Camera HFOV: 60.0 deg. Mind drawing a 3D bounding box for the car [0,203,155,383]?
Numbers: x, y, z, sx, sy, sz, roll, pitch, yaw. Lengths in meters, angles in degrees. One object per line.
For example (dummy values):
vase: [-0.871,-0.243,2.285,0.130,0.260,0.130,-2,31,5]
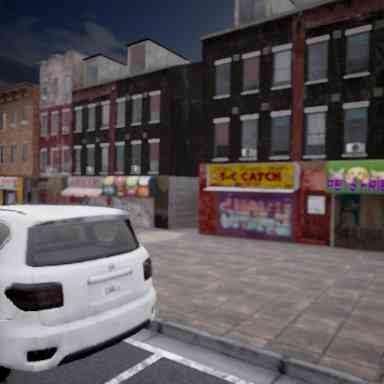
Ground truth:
car: [-3.122,1.209,5.456,5.566,2.045,2.150,0,0,35]
